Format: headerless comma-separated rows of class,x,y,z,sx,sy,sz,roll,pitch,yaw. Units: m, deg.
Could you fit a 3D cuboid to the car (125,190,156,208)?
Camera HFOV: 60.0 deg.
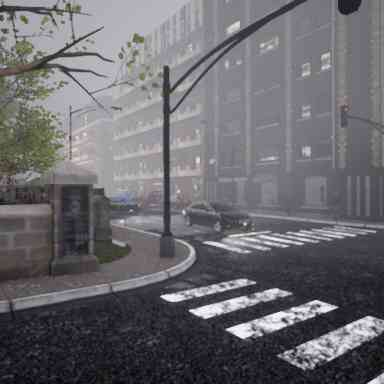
car,-5.018,0.721,36.867,2.192,1.841,5.009,1,1,-36

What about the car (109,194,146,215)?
car,-6.168,1.148,28.614,1.895,1.301,4.718,0,1,-36

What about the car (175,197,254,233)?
car,1.268,1.280,18.183,1.837,1.490,4.892,0,1,-33

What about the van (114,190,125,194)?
van,-8.281,0.649,41.323,1.690,1.788,3.998,1,1,-36

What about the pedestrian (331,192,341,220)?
pedestrian,9.512,0.894,21.975,0.375,1.860,0.375,1,0,-36

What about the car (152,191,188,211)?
car,-1.758,0.944,32.412,1.967,1.590,4.097,1,1,-36
